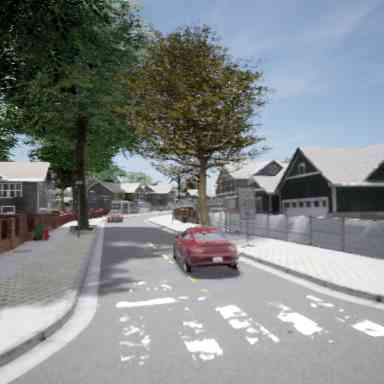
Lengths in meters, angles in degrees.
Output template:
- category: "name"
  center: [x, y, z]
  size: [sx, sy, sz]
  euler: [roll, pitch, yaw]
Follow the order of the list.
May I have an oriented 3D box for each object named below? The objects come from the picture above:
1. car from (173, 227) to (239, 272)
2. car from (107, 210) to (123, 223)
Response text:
- category: "car"
  center: [0.386, 2.062, 12.725]
  size: [1.812, 1.442, 4.674]
  euler: [-1, -2, -11]
- category: "car"
  center: [-10.805, 3.328, 46.948]
  size: [2.097, 1.767, 4.553]
  euler: [0, -2, -12]
